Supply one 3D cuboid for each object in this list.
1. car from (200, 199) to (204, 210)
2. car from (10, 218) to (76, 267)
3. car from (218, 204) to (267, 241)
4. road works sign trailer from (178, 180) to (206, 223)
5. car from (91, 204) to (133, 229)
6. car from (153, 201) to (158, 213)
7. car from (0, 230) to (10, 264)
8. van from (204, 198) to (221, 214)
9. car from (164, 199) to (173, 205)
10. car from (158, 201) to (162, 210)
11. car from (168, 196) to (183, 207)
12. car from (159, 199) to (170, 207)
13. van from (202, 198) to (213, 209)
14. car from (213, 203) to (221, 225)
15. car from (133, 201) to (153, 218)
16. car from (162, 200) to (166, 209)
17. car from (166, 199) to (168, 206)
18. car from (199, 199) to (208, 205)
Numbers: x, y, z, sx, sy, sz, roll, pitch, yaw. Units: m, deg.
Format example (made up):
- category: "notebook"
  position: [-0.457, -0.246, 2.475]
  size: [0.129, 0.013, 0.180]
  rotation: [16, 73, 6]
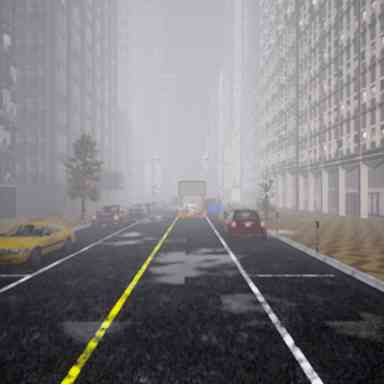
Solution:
- category: "car"
  position: [2.695, 1.854, 51.921]
  size: [2.192, 1.841, 5.009]
  rotation: [-1, -1, 0]
- category: "car"
  position: [-5.694, 1.650, 11.968]
  size: [1.752, 1.417, 4.829]
  rotation: [-1, -1, 0]
- category: "car"
  position: [2.687, 1.626, 17.819]
  size: [1.967, 1.590, 4.097]
  rotation: [-1, -1, 0]
- category: "road works sign trailer"
  position: [0.024, 0.765, 28.930]
  size: [2.380, 3.560, 2.880]
  rotation: [0, -1, 0]
- category: "car"
  position: [-5.692, 1.684, 23.505]
  size: [1.967, 1.590, 4.097]
  rotation: [-1, -1, 0]
- category: "car"
  position: [-5.686, 1.987, 40.554]
  size: [1.947, 1.339, 4.313]
  rotation: [-1, -1, 0]
- category: "car"
  position: [-5.697, 1.508, 6.455]
  size: [1.967, 1.590, 4.097]
  rotation: [-1, -1, 0]
- category: "van"
  position: [2.692, 1.762, 40.554]
  size: [1.690, 1.788, 3.998]
  rotation: [-1, -1, 0]
- category: "car"
  position: [-5.675, 2.383, 80.337]
  size: [2.008, 1.369, 4.403]
  rotation: [-1, -1, 0]
- category: "car"
  position: [-5.685, 2.024, 46.237]
  size: [1.887, 1.381, 4.507]
  rotation: [-1, -1, 0]
- category: "car"
  position: [-2.992, 1.900, 65.269]
  size: [2.150, 2.045, 5.566]
  rotation: [0, -1, 0]
- category: "car"
  position: [-5.678, 2.265, 68.971]
  size: [2.008, 1.369, 4.403]
  rotation: [-1, -1, 0]
- category: "van"
  position: [2.697, 1.939, 57.604]
  size: [1.690, 1.788, 3.998]
  rotation: [-1, -1, 0]
- category: "car"
  position: [2.689, 1.772, 23.671]
  size: [1.752, 1.417, 4.829]
  rotation: [-1, -1, 0]
- category: "car"
  position: [-5.688, 1.913, 34.870]
  size: [2.008, 1.369, 4.403]
  rotation: [-1, -1, 0]
- category: "car"
  position: [-5.684, 2.089, 51.921]
  size: [2.008, 1.369, 4.403]
  rotation: [-1, -1, 0]
- category: "car"
  position: [-5.681, 2.179, 57.604]
  size: [1.802, 1.307, 4.206]
  rotation: [-1, -1, 0]
- category: "car"
  position: [2.706, 2.383, 80.334]
  size: [2.008, 1.369, 4.403]
  rotation: [-1, -1, 0]
